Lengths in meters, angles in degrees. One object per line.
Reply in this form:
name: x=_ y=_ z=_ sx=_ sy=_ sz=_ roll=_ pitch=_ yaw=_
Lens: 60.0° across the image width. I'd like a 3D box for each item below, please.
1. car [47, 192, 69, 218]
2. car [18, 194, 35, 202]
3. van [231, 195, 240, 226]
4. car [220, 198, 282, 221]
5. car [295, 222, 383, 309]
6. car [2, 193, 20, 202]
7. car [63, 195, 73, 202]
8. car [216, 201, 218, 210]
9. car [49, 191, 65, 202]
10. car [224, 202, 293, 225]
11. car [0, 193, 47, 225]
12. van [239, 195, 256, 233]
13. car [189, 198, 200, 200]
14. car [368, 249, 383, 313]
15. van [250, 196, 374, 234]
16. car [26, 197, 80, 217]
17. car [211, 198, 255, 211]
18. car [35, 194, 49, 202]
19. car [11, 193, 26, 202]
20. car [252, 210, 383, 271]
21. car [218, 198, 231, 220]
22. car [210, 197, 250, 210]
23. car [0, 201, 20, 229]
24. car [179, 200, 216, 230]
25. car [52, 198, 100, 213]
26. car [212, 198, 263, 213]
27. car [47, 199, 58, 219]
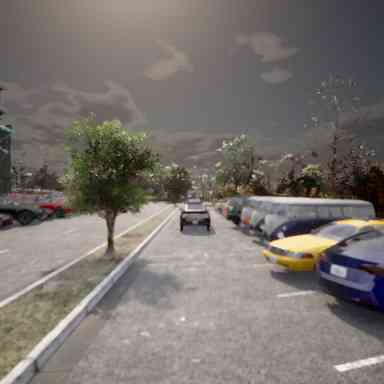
car: x=-13.206 y=1.238 z=28.810 sx=5.566 sy=2.045 sz=2.435 roll=-1 pitch=0 yaw=-20
car: x=-31.608 y=1.188 z=63.650 sx=2.231 sy=1.521 sz=4.892 roll=0 pitch=-1 yaw=-19
van: x=4.796 y=1.276 z=18.725 sx=4.442 sy=1.987 sz=1.878 roll=1 pitch=0 yaw=-20
car: x=4.917 y=1.385 z=27.689 sx=4.553 sy=1.767 sz=2.185 roll=1 pitch=0 yaw=-20
car: x=4.877 y=1.523 z=6.873 sx=4.792 sy=1.488 sz=2.163 roll=1 pitch=0 yaw=-20
car: x=-34.559 y=1.061 z=63.683 sx=2.185 sy=1.767 sz=4.553 roll=0 pitch=-1 yaw=-19
car: x=-29.967 y=1.589 z=80.543 sx=2.185 sy=1.767 sz=4.553 roll=1 pitch=-3 yaw=-19
car: x=4.994 y=1.389 z=30.680 sx=4.553 sy=1.767 sz=2.185 roll=1 pitch=0 yaw=-20
car: x=-25.676 y=0.935 z=63.525 sx=2.435 sy=2.045 sz=5.566 roll=1 pitch=-1 yaw=-19
car: x=4.933 y=1.549 z=24.717 sx=4.674 sy=1.452 sz=2.002 roll=1 pitch=0 yaw=-20
car: x=-13.241 y=1.231 z=22.796 sx=5.566 sy=2.045 sz=2.435 roll=-1 pitch=0 yaw=-20
van: x=4.784 y=1.274 z=15.748 sx=4.442 sy=1.987 sz=1.878 roll=1 pitch=0 yaw=-20
car: x=0.286 y=1.540 z=39.633 sx=1.837 sy=1.490 sz=4.892 roll=0 pitch=0 yaw=0
car: x=4.813 y=1.520 z=3.870 sx=4.792 sy=1.488 sz=2.163 roll=1 pitch=0 yaw=-20
van: x=4.772 y=1.271 z=12.769 sx=4.442 sy=1.987 sz=1.878 roll=1 pitch=0 yaw=-20
car: x=-13.175 y=1.367 z=31.806 sx=4.553 sy=1.767 sz=2.185 roll=-1 pitch=0 yaw=-20
car: x=5.016 y=1.524 z=40.849 sx=4.892 sy=1.521 sz=2.231 roll=1 pitch=0 yaw=-20
car: x=-28.651 y=1.227 z=63.599 sx=2.002 sy=1.452 sz=4.674 roll=1 pitch=-1 yaw=-19
car: x=-42.049 y=1.464 z=80.780 sx=2.435 sy=2.045 sz=5.566 roll=1 pitch=-3 yaw=-19
car: x=4.689 y=1.490 z=9.771 sx=5.366 sy=1.575 sz=1.946 roll=1 pitch=0 yaw=-20
car: x=4.946 y=1.255 z=21.755 sx=5.566 sy=2.045 sz=2.435 roll=1 pitch=0 yaw=-20
car: x=5.049 y=1.526 z=44.243 sx=4.892 sy=1.521 sz=2.231 roll=1 pitch=0 yaw=-20
car: x=-13.251 y=1.509 z=19.788 sx=4.792 sy=1.488 sz=2.163 roll=-1 pitch=0 yaw=-20
car: x=0.186 y=1.511 z=21.302 sx=2.128 sy=1.511 sz=4.902 roll=0 pitch=0 yaw=0
car: x=-13.157 y=1.499 z=37.824 sx=5.008 sy=1.535 sz=2.097 roll=-1 pitch=0 yaw=-19
car: x=5.175 y=1.520 z=37.523 sx=5.366 sy=1.575 sz=1.946 roll=1 pitch=0 yaw=-20
car: x=-13.219 y=1.515 z=25.800 sx=4.792 sy=1.488 sz=2.163 roll=-1 pitch=0 yaw=-20
